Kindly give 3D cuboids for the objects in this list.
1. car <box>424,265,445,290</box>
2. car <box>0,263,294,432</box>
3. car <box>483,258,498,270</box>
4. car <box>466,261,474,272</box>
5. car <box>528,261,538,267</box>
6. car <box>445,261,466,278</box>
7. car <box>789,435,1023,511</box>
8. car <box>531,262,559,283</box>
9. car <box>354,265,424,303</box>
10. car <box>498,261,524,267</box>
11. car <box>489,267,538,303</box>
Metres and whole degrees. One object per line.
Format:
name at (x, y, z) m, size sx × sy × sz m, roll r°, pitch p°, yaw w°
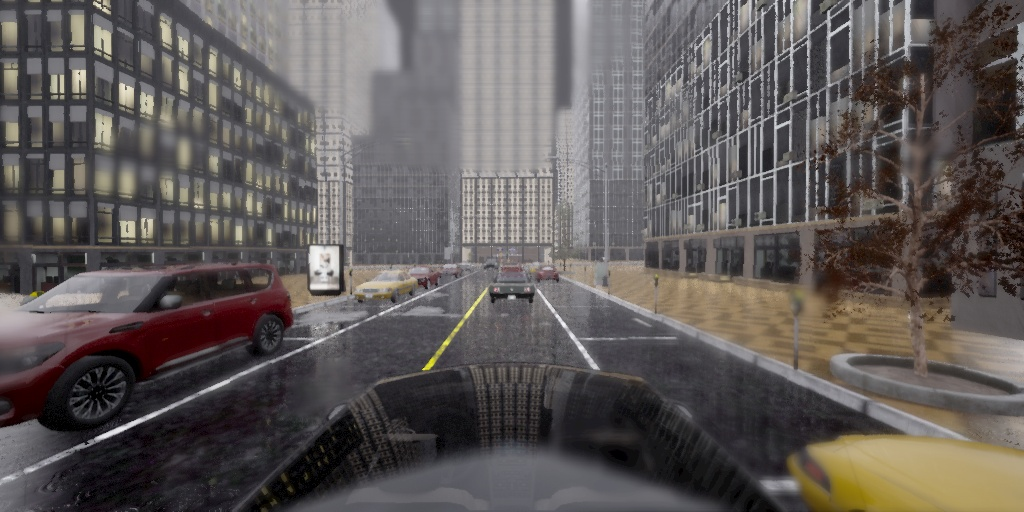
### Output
car at (-5.691, 1.289, 22.409) m, size 1.888 × 1.381 × 4.507 m, roll 0°, pitch 0°, yaw 0°
car at (-5.691, 1.061, 5.732) m, size 2.192 × 1.841 × 5.009 m, roll 0°, pitch 0°, yaw 0°
car at (-3.000, 1.146, 52.533) m, size 2.097 × 1.767 × 4.553 m, roll 0°, pitch 0°, yaw 0°
car at (-5.691, 1.292, 44.647) m, size 2.007 × 1.370 × 4.403 m, roll 0°, pitch 0°, yaw 0°
car at (2.689, 1.267, 39.258) m, size 1.751 × 1.417 × 4.829 m, roll 0°, pitch 0°, yaw 0°
car at (-5.691, 1.324, 33.528) m, size 1.802 × 1.307 × 4.207 m, roll 0°, pitch 0°, yaw 0°
car at (2.689, 1.272, 0.340) m, size 1.751 × 1.417 × 4.829 m, roll 0°, pitch 0°, yaw 0°
car at (2.690, 1.325, 27.969) m, size 1.802 × 1.307 × 4.207 m, roll 0°, pitch 0°, yaw 0°
car at (-5.692, 1.270, 16.680) m, size 1.751 × 1.417 × 4.829 m, roll 0°, pitch 0°, yaw 0°
car at (0.000, 1.228, 31.503) m, size 1.882 × 1.535 × 5.008 m, roll 0°, pitch 0°, yaw 0°
car at (0.000, 1.362, 16.532) m, size 1.895 × 1.301 × 4.718 m, roll 0°, pitch 0°, yaw 0°
